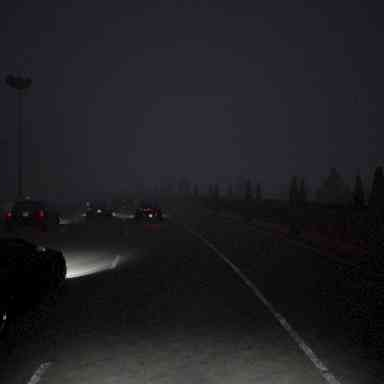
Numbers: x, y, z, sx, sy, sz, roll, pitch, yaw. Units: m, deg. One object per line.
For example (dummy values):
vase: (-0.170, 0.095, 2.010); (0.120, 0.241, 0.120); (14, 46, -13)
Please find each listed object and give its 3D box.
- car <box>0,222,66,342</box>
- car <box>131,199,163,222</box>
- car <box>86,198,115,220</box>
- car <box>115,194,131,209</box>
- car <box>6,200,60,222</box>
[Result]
car: (-3.845, 1.528, 6.182); (1.994, 1.385, 4.181); (0, 0, -4)
car: (-3.347, 1.335, 24.901); (1.837, 1.490, 4.892); (0, 1, -13)
car: (-7.457, 1.390, 26.696); (1.994, 1.385, 4.181); (0, 0, -16)
car: (-8.569, 1.081, 40.437); (2.097, 1.767, 4.553); (0, 0, -22)
car: (-9.354, 1.231, 19.912); (2.097, 1.767, 4.553); (0, 0, -12)
